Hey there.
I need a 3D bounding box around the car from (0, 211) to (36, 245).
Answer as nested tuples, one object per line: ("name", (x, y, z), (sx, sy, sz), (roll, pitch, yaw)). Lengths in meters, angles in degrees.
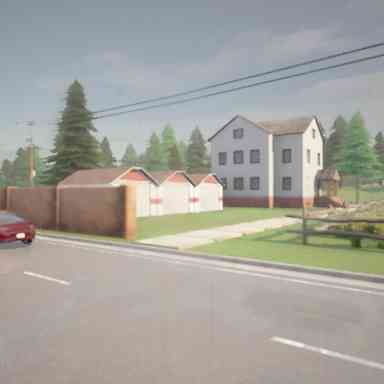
("car", (-8.572, 1.545, 14.365), (4.674, 1.442, 1.812), (0, 0, 36))
